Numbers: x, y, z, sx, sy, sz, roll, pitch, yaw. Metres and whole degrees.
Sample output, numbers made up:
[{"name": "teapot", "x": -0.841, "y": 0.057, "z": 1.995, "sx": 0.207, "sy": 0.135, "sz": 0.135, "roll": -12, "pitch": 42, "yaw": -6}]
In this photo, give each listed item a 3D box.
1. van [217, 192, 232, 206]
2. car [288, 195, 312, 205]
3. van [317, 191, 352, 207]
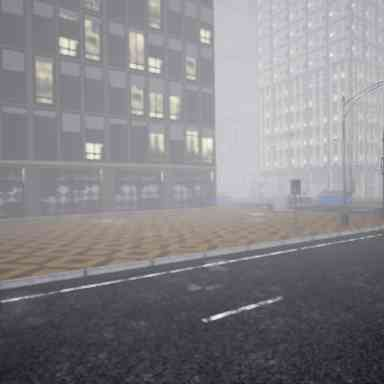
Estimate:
[{"name": "van", "x": 3.610, "y": 0.896, "z": 43.824, "sx": 1.690, "sy": 1.788, "sz": 3.998, "roll": -1, "pitch": 1, "yaw": -34}, {"name": "car", "x": 13.673, "y": 0.965, "z": 43.950, "sx": 1.887, "sy": 1.381, "sz": 4.507, "roll": -1, "pitch": 1, "yaw": -34}, {"name": "van", "x": 16.850, "y": 0.787, "z": 39.412, "sx": 1.690, "sy": 1.788, "sz": 3.998, "roll": -1, "pitch": 1, "yaw": -34}]
